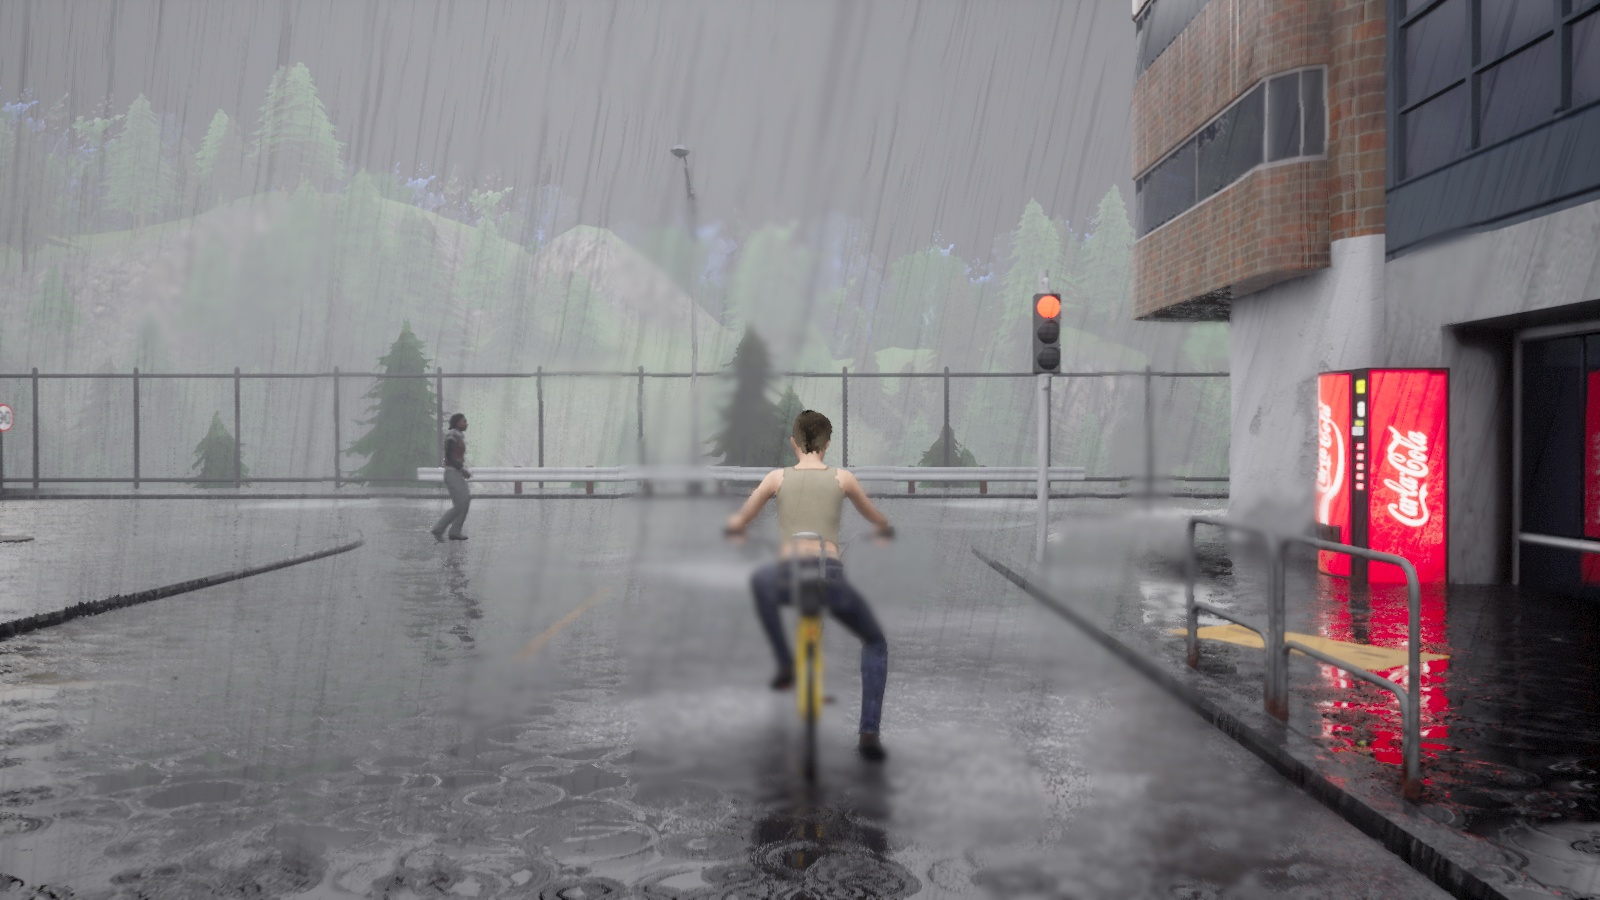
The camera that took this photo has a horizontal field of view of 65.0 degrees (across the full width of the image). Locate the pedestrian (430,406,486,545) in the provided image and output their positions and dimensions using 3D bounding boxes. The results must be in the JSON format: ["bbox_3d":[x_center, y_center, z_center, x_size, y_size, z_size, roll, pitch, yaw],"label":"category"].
[{"bbox_3d":[-4.817,0.355,17.699,0.666,1.930,0.402,0,1,1],"label":"pedestrian"}]

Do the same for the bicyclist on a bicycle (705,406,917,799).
[{"bbox_3d":[0.048,0.620,5.913,0.866,1.612,1.509,0,1,0],"label":"bicyclist on a bicycle"}]
